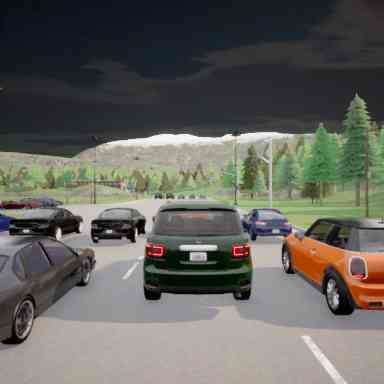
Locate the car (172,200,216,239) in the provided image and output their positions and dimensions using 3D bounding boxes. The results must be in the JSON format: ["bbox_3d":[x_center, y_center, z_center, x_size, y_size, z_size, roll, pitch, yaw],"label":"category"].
[{"bbox_3d":[0.111,1.352,18.024,2.097,1.767,4.553,0,0,0],"label":"car"}]

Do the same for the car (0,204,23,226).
[{"bbox_3d":[-10.390,1.526,16.334,1.812,1.442,4.674,0,0,0],"label":"car"}]

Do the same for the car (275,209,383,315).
[{"bbox_3d":[3.601,1.352,7.703,2.097,1.767,4.553,0,0,0],"label":"car"}]

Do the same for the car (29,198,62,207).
[{"bbox_3d":[-22.406,1.563,51.035,4.181,1.385,1.994,0,0,-3],"label":"car"}]

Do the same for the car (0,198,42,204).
[{"bbox_3d":[-21.313,1.601,40.505,4.718,1.301,1.895,0,0,-3],"label":"car"}]

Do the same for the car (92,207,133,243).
[{"bbox_3d":[-3.391,1.478,16.132,1.882,1.535,5.008,0,0,0],"label":"car"}]

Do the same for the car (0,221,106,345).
[{"bbox_3d":[-3.399,1.547,6.305,2.033,1.411,5.357,0,0,0],"label":"car"}]

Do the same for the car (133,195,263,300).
[{"bbox_3d":[0.108,1.221,8.502,2.150,2.045,5.566,0,0,0],"label":"car"}]

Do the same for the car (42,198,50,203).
[{"bbox_3d":[-21.647,1.564,44.063,4.181,1.385,1.994,0,0,-4],"label":"car"}]

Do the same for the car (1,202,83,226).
[{"bbox_3d":[-6.890,1.478,16.303,1.882,1.535,5.008,0,0,0],"label":"car"}]

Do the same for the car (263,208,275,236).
[{"bbox_3d":[3.612,1.526,16.603,1.812,1.442,4.674,0,0,0],"label":"car"}]

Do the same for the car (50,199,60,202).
[{"bbox_3d":[-21.336,1.547,47.534,5.357,1.411,2.033,0,0,-4],"label":"car"}]
